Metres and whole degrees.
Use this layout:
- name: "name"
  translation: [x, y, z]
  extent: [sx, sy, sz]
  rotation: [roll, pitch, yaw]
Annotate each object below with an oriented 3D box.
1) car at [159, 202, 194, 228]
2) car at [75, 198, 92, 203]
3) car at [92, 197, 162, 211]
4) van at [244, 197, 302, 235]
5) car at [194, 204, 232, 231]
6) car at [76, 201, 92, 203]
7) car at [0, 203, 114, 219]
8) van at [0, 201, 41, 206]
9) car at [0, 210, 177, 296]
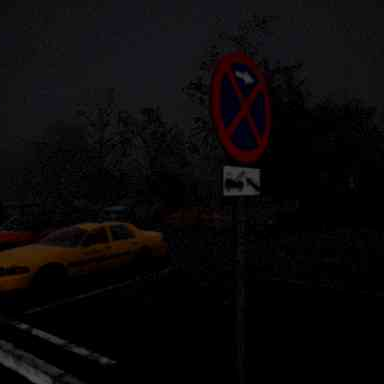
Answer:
- name: "car"
  translation: [0.426, 1.578, 22.266]
  extent: [1.946, 1.575, 5.366]
  rotation: [-1, -1, 35]
- name: "car"
  translation: [-8.858, 1.548, 28.504]
  extent: [2.435, 2.045, 5.566]
  rotation: [-2, -1, 35]
- name: "car"
  translation: [-4.377, 1.424, 25.382]
  extent: [2.435, 2.045, 5.566]
  rotation: [-2, -1, 35]
- name: "van"
  translation: [4.711, 1.291, 18.881]
  extent: [1.878, 1.987, 4.442]
  rotation: [-1, 0, 35]
- name: "car"
  translation: [2.602, 1.543, 20.734]
  extent: [1.946, 1.575, 5.366]
  rotation: [-1, 0, 35]
- name: "car"
  translation: [-6.650, 1.738, 26.993]
  extent: [2.231, 1.521, 4.892]
  rotation: [-2, -1, 35]
- name: "car"
  translation: [-5.177, 1.425, 11.019]
  extent: [2.185, 1.767, 4.553]
  rotation: [-1, 0, 35]
- name: "van"
  translation: [-7.614, 1.370, 12.837]
  extent: [1.878, 1.987, 4.442]
  rotation: [-1, -1, 35]
- name: "car"
  translation: [-2.914, 1.517, 9.163]
  extent: [1.946, 1.575, 5.366]
  rotation: [-1, 0, 35]
